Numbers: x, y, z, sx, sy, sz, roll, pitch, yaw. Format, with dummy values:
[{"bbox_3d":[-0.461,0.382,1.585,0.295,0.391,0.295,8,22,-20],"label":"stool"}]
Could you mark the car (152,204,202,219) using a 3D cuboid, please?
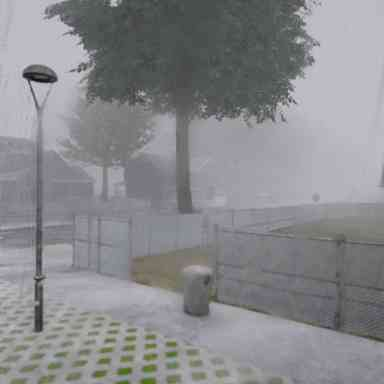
[{"bbox_3d":[-1.144,1.698,28.188,2.033,1.411,5.357,1,0,36],"label":"car"}]
